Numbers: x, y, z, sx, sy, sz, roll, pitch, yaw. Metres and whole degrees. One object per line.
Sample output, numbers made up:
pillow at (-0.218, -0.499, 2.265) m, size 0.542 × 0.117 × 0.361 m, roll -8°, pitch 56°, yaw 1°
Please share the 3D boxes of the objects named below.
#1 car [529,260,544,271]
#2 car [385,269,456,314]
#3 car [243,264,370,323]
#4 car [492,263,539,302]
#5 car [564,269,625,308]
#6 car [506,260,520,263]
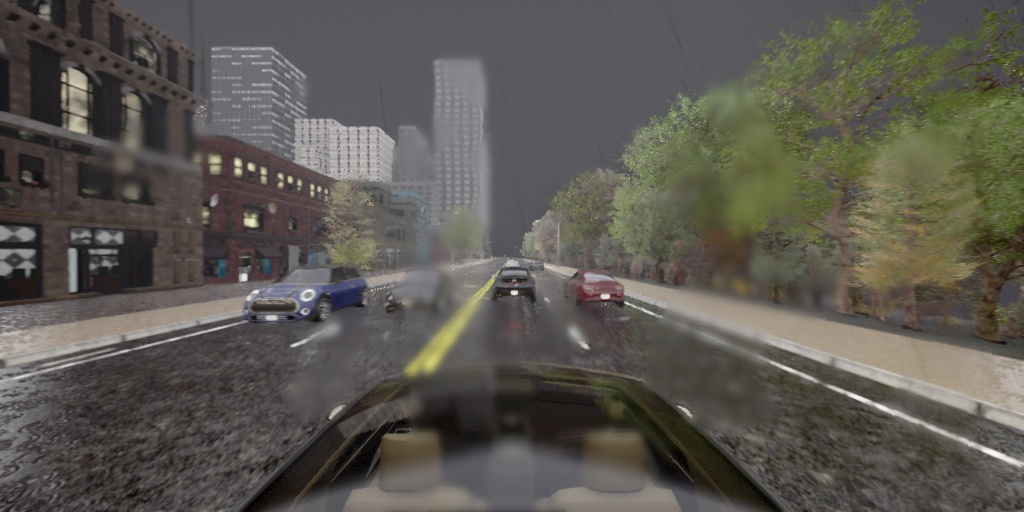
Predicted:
car at (3.348, 1.265, 49.513) m, size 2.128 × 1.511 × 4.902 m, roll 0°, pitch 0°, yaw 0°
car at (-3.348, 1.264, 13.890) m, size 1.837 × 1.490 × 4.892 m, roll 0°, pitch 0°, yaw 0°
car at (-6.598, 1.110, 12.095) m, size 2.097 × 1.767 × 4.553 m, roll 0°, pitch 0°, yaw 0°
car at (0.099, 1.265, 17.212) m, size 1.837 × 1.490 × 4.892 m, roll 0°, pitch 0°, yaw 0°
car at (3.351, 1.285, 15.151) m, size 1.812 × 1.442 × 4.674 m, roll 0°, pitch 0°, yaw 0°
car at (0.099, 1.300, 51.288) m, size 1.812 × 1.442 × 4.674 m, roll 0°, pitch 0°, yaw 0°
